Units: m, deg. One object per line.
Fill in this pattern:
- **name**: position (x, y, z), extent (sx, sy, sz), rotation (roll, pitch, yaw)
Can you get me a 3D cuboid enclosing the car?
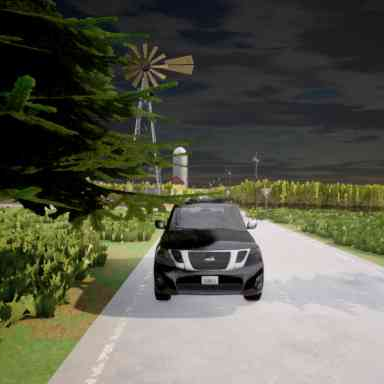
- **car**: position (0.336, 1.221, 8.697), extent (2.150, 2.045, 5.566), rotation (0, 0, 0)
